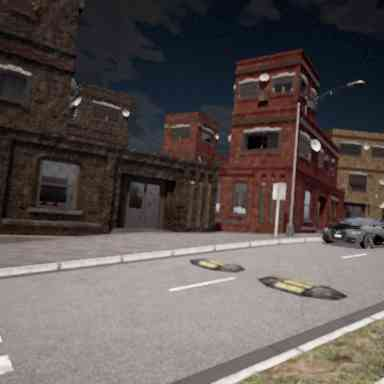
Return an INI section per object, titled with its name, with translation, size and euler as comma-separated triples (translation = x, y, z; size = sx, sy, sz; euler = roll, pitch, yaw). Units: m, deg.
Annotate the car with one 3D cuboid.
[car]
translation = 8.222, 1.911, 16.118
size = 4.181, 1.385, 1.994
euler = 4, -3, -34
